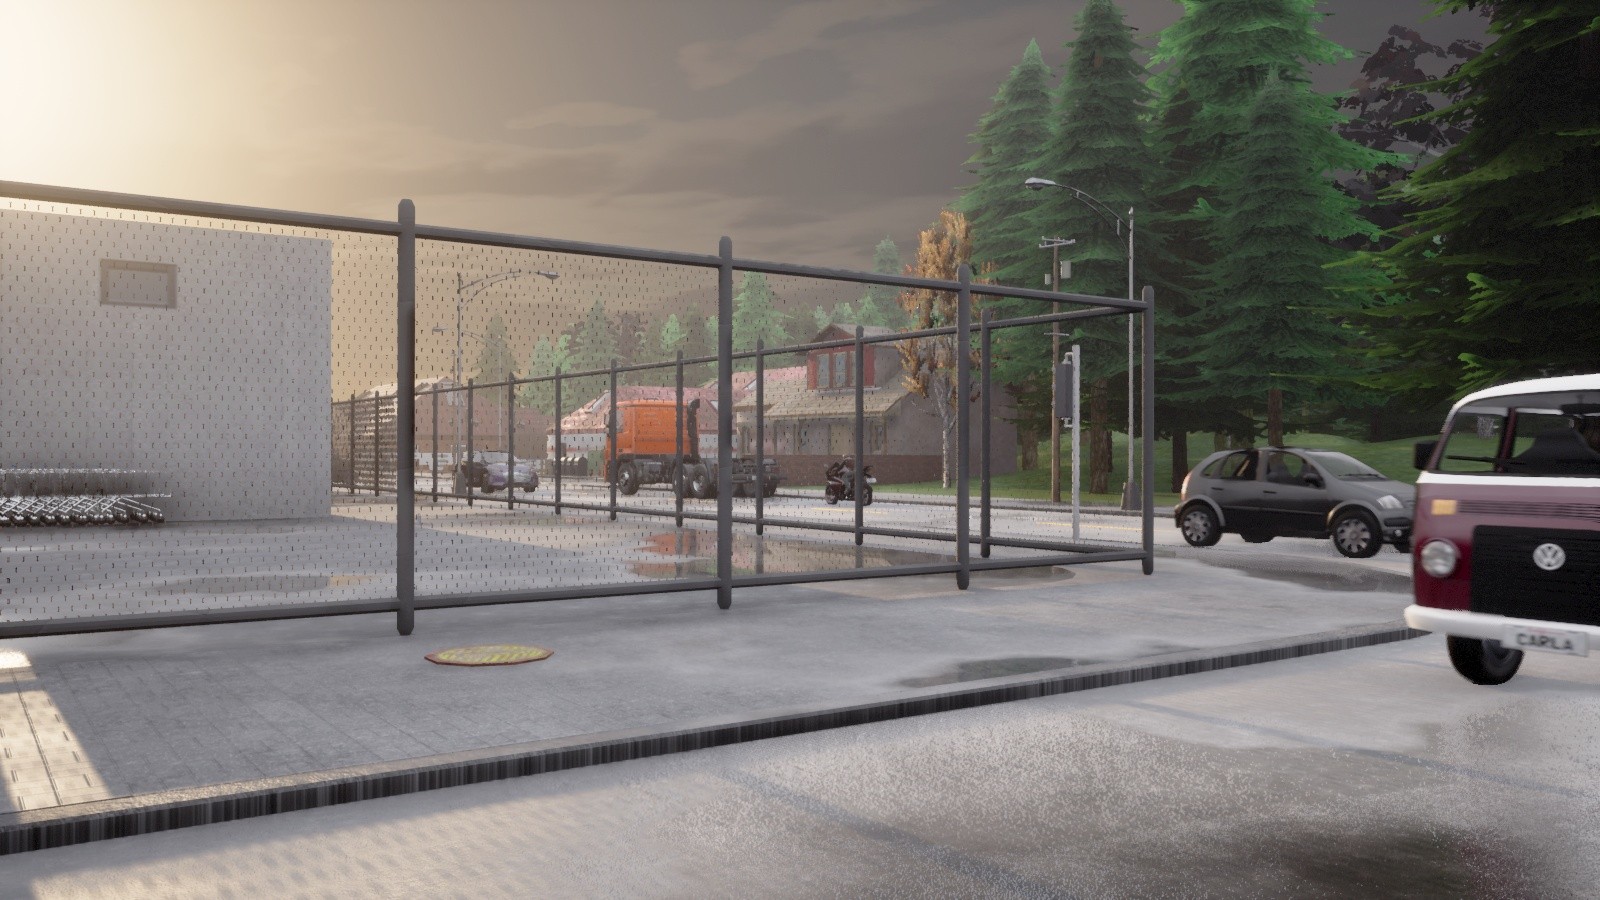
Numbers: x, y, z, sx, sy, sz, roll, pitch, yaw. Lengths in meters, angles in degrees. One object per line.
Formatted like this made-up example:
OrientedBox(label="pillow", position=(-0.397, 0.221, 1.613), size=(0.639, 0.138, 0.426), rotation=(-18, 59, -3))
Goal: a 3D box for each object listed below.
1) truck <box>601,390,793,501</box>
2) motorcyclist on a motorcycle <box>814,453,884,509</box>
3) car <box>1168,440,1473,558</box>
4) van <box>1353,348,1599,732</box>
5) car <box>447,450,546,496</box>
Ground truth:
OrientedBox(label="truck", position=(-3.727, -0.123, 43.236), size=(2.891, 3.462, 7.936), rotation=(0, 0, -36))
OrientedBox(label="motorcyclist on a motorcycle", position=(1.377, 0.865, 35.853), size=(0.866, 1.530, 2.191), rotation=(0, 0, -35))
OrientedBox(label="car", position=(7.902, 0.674, 19.396), size=(1.851, 1.617, 3.988), rotation=(0, 0, -35))
OrientedBox(label="van", position=(5.782, 0.476, 8.307), size=(4.480, 2.038, 2.069), rotation=(0, 0, -39))
OrientedBox(label="car", position=(-11.544, 0.816, 47.578), size=(2.033, 1.649, 4.856), rotation=(0, 0, -35))
